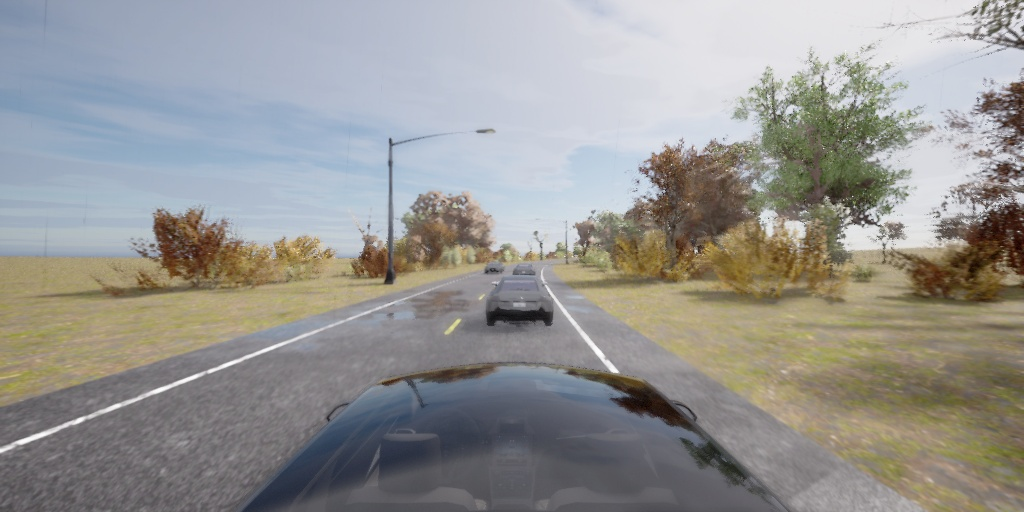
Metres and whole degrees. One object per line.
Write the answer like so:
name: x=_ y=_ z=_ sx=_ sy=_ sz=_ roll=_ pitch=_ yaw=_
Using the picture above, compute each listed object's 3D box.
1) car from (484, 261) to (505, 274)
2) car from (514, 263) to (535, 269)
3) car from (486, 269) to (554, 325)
car: x=-1.912 y=1.304 z=40.614 sx=1.994 sy=1.385 sz=4.181 roll=0 pitch=0 yaw=5
car: x=1.112 y=1.308 z=31.902 sx=1.994 sy=1.385 sz=4.181 roll=0 pitch=0 yaw=3
car: x=0.255 y=1.314 z=11.851 sx=1.994 sy=1.385 sz=4.181 roll=0 pitch=0 yaw=1
